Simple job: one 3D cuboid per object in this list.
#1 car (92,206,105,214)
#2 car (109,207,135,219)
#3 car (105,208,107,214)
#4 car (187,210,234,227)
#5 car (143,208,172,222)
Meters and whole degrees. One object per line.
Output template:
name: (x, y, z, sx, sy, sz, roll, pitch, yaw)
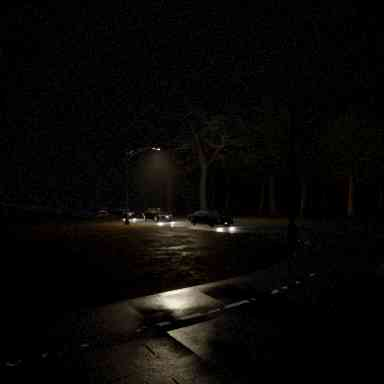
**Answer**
car: (-18.663, 3.587, 67.118, 2.128, 1.511, 4.902, 1, -2, -33)
car: (-9.597, 2.898, 46.550, 2.128, 1.511, 4.902, 1, -2, -33)
car: (-13.169, 3.373, 58.746, 1.994, 1.385, 4.181, 1, -2, -33)
car: (1.478, 2.283, 29.645, 2.033, 1.411, 5.357, 0, -2, -30)
car: (-4.020, 2.581, 38.010, 1.837, 1.490, 4.892, 1, -2, -33)
